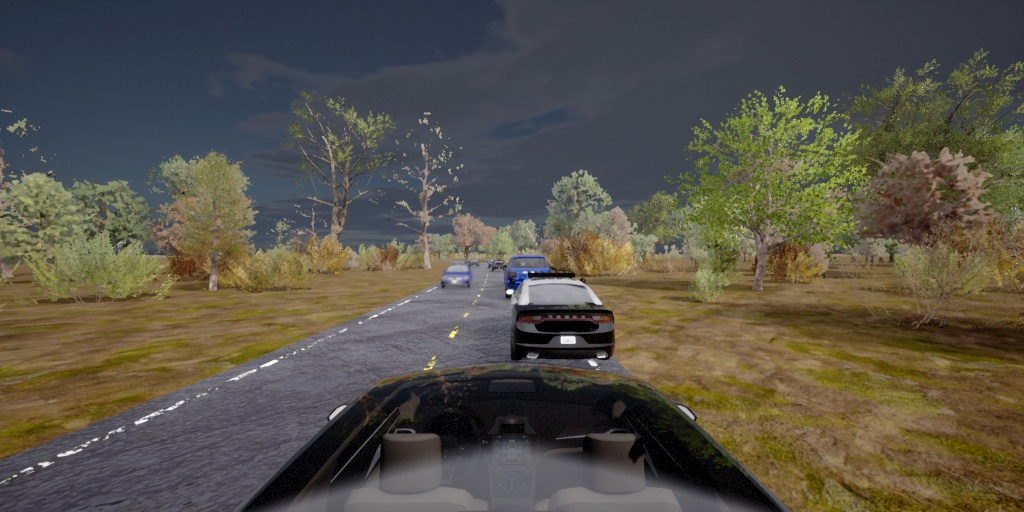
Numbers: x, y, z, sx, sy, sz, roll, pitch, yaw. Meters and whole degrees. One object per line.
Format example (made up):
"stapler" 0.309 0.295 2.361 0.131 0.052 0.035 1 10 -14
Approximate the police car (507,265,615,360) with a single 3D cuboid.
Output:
"police car" 0.899 1.174 8.463 1.930 1.638 5.238 0 0 0

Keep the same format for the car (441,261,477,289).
"car" -3.490 1.274 23.548 1.812 1.442 4.674 0 0 -2

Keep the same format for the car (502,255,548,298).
"car" 0.716 0.972 18.431 2.150 2.045 5.566 0 0 -2

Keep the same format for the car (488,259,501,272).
"car" -1.787 1.254 46.959 1.837 1.490 4.892 0 0 -5

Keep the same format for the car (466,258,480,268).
"car" -6.663 1.303 63.796 2.033 1.411 5.357 0 0 -6
